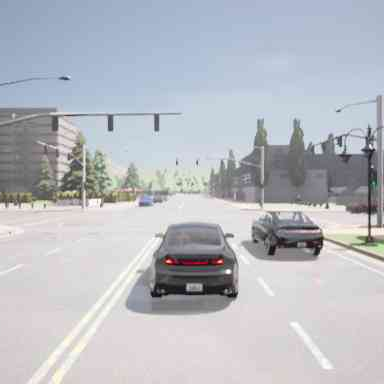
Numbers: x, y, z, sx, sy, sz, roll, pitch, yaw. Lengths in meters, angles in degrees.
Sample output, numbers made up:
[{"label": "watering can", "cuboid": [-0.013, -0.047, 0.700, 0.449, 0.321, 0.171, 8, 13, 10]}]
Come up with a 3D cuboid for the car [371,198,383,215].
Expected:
[{"label": "car", "cuboid": [19.722, 1.519, 31.313, 4.892, 1.490, 1.837, 0, 0, -1]}]

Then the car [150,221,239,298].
[{"label": "car", "cuboid": [0.061, 1.509, 8.535, 1.837, 1.490, 4.892, 0, 0, 0]}]

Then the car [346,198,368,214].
[{"label": "car", "cuboid": [18.573, 1.368, 34.792, 4.553, 1.767, 2.097, 0, 0, -1]}]

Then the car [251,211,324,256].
[{"label": "car", "cuboid": [3.582, 1.498, 13.215, 2.128, 1.511, 4.902, 0, 0, 0]}]

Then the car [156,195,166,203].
[{"label": "car", "cuboid": [-7.008, 1.510, 69.215, 1.882, 1.535, 5.008, 0, 0, 0]}]

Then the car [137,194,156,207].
[{"label": "car", "cuboid": [-7.092, 1.501, 51.164, 1.882, 1.535, 5.008, 0, 0, 0]}]

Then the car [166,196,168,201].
[{"label": "car", "cuboid": [-7.010, 1.554, 82.312, 2.128, 1.511, 4.902, 0, 0, 0]}]
